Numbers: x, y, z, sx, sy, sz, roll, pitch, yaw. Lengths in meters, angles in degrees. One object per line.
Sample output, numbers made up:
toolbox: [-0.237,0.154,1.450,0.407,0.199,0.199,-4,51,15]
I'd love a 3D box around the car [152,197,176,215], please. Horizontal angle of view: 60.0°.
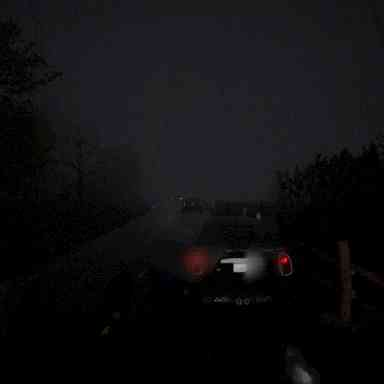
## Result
car: [-2.859,1.490,33.562,1.812,1.442,4.674,0,0,0]

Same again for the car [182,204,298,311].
car: [0.898,1.347,7.940,2.097,1.767,4.553,0,0,1]

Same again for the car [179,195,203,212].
car: [0.063,1.314,35.387,2.097,1.767,4.553,0,0,0]

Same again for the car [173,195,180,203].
car: [-2.766,1.258,60.203,2.097,1.767,4.553,0,0,0]

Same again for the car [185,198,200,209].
car: [0.046,1.544,45.351,1.895,1.301,4.718,0,0,0]
